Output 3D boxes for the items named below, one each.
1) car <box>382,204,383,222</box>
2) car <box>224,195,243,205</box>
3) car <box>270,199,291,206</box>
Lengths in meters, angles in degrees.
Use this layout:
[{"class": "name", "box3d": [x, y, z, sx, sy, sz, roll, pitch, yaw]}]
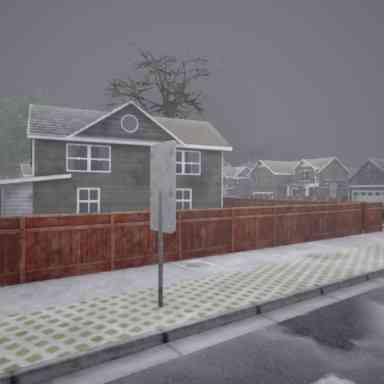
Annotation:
[{"class": "car", "box3d": [14.620, 1.456, 22.500, 1.837, 1.490, 4.892, 0, 0, -19]}, {"class": "car", "box3d": [5.590, 1.198, 43.167, 2.097, 1.767, 4.553, 0, 0, -26]}, {"class": "car", "box3d": [10.169, 1.459, 33.361, 1.994, 1.385, 4.181, 0, 0, -24]}]
